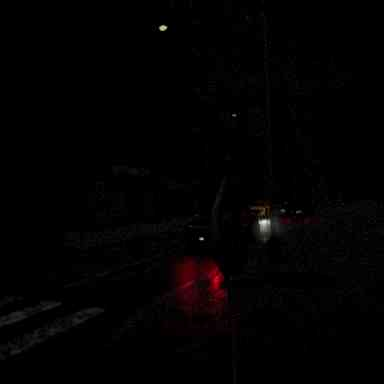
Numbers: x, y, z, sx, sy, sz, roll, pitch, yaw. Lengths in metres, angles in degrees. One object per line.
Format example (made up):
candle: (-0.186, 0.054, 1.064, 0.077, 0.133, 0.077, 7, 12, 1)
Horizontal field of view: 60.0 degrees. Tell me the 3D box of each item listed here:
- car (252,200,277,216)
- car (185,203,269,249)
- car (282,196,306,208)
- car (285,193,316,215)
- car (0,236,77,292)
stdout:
car: (6.248, 1.479, 30.002, 1.882, 1.535, 5.008, -3, -1, 27)
car: (1.435, 1.453, 14.051, 2.128, 1.511, 4.902, -3, -1, 27)
car: (13.707, 1.261, 44.475, 2.033, 1.411, 5.357, -3, -1, 27)
car: (10.293, 1.085, 31.491, 2.150, 2.045, 5.566, -3, -1, 27)
car: (-5.085, 1.772, 7.710, 1.895, 1.301, 4.718, -3, -1, 27)
